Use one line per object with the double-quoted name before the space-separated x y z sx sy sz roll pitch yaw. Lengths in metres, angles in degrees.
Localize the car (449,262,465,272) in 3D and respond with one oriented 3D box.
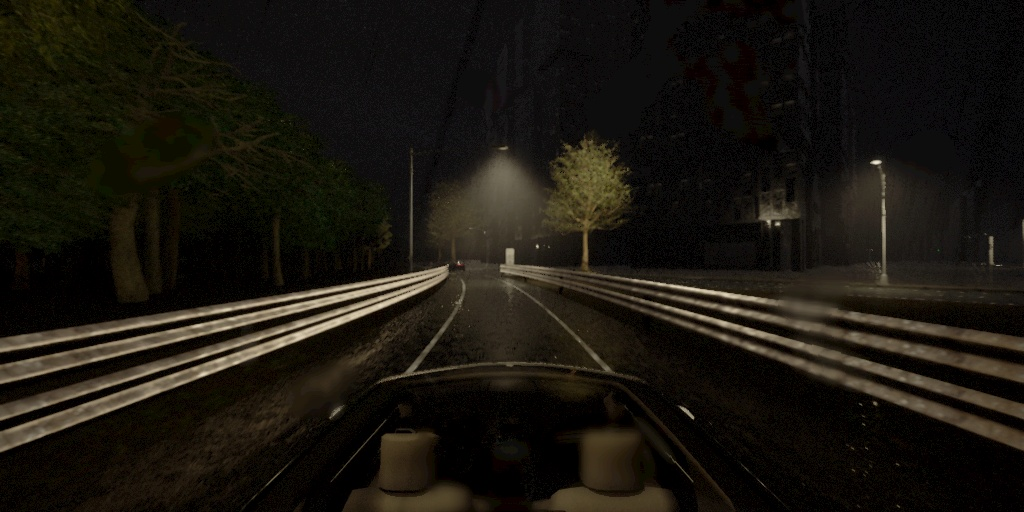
"car" -8.384 1.587 54.590 2.128 1.511 4.902 0 0 -20
